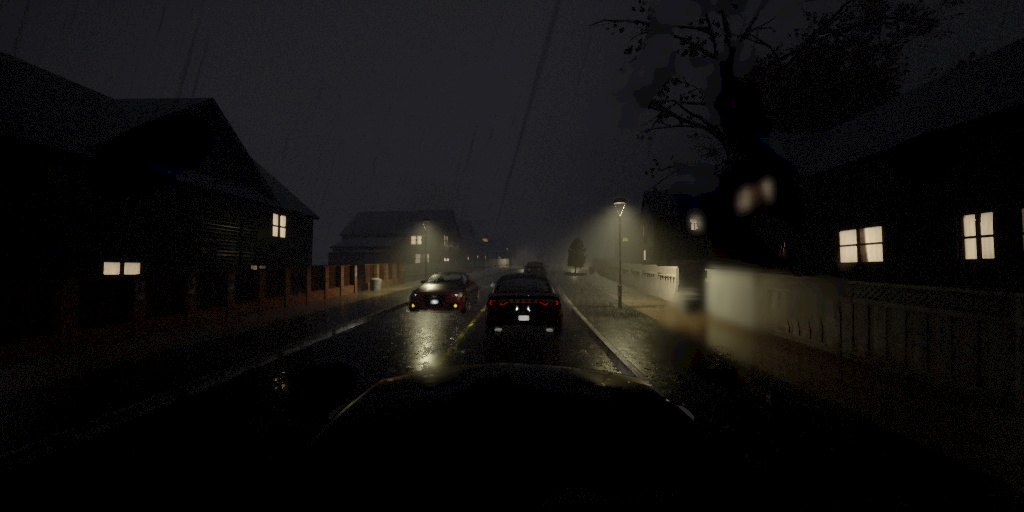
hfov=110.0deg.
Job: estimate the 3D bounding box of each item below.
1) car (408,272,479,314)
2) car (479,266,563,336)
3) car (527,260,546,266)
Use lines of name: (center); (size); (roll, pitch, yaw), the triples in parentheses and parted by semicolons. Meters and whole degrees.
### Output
car: (-2.449, 1.324, 13.791); (1.994, 1.385, 4.181); (0, 0, 3)
car: (0.345, 1.231, 10.492); (1.882, 1.535, 5.008); (0, 0, 2)
car: (2.101, 1.248, 31.450); (1.837, 1.490, 4.892); (0, 0, 7)
